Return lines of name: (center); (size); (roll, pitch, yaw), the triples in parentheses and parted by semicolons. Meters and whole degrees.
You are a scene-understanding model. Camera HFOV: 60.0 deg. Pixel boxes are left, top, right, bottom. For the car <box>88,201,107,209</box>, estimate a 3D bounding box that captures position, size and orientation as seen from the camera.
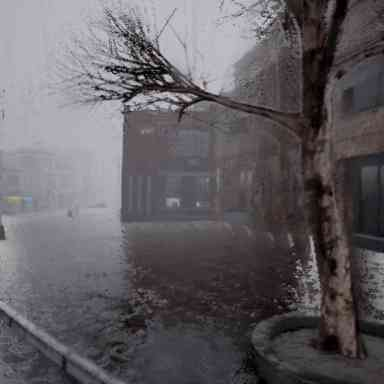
car: (-17.842, 2.508, 63.213); (2.033, 1.411, 5.357); (1, -1, 6)
